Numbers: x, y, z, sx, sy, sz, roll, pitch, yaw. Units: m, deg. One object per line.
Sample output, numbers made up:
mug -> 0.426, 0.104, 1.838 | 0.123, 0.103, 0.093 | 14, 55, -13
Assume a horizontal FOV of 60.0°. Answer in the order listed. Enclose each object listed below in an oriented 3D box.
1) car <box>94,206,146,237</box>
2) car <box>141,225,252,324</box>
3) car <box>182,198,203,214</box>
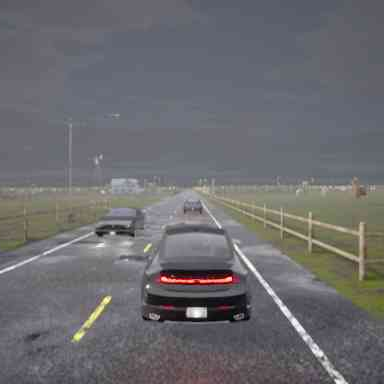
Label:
car -> -3.602, 1.475, 17.712 | 2.033, 1.411, 5.357 | 0, 0, 0
car -> 0.077, 1.477, 7.209 | 1.837, 1.490, 4.892 | 0, 0, 0
car -> 0.095, 1.349, 33.194 | 2.128, 1.511, 4.902 | 0, 0, 0
